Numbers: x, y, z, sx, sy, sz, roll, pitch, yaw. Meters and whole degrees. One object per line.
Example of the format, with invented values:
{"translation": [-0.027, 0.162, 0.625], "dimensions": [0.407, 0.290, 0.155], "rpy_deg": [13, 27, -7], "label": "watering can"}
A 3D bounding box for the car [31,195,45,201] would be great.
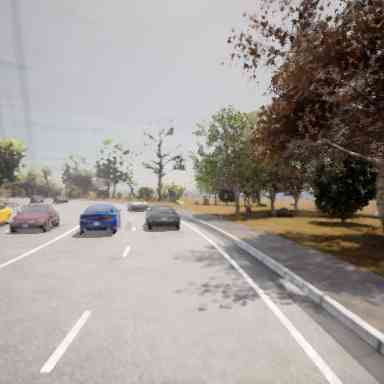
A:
{"translation": [-26.595, 1.273, 57.274], "dimensions": [2.128, 1.511, 4.902], "rpy_deg": [0, 0, -30], "label": "car"}

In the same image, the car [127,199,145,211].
{"translation": [-6.341, 1.460, 38.522], "dimensions": [1.895, 1.301, 4.718], "rpy_deg": [0, 0, -18], "label": "car"}

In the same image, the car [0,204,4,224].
{"translation": [-12.668, 1.411, 20.435], "dimensions": [1.882, 1.535, 5.008], "rpy_deg": [0, 0, -11], "label": "car"}

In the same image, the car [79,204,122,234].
{"translation": [-5.093, 1.410, 18.867], "dimensions": [1.882, 1.535, 5.008], "rpy_deg": [0, 0, -9], "label": "car"}

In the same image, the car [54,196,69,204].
{"translation": [-22.783, 1.329, 57.775], "dimensions": [2.033, 1.411, 5.357], "rpy_deg": [0, 0, -29], "label": "car"}

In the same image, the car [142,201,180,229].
{"translation": [-1.899, 1.485, 20.889], "dimensions": [1.994, 1.385, 4.181], "rpy_deg": [0, 0, -9], "label": "car"}

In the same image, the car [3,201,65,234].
{"translation": [-8.901, 1.461, 19.235], "dimensions": [1.812, 1.442, 4.674], "rpy_deg": [0, 0, -10], "label": "car"}
